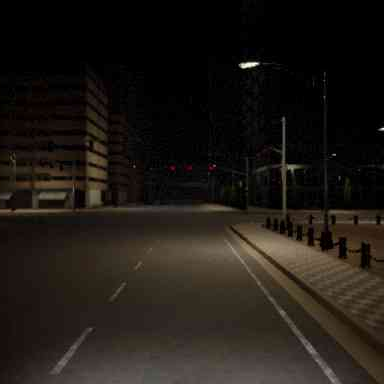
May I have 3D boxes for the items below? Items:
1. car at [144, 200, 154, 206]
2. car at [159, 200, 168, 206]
[{"bbox_3d":[-10.507,2.617,81.336,1.882,1.535,5.008,0,-1,0],"label":"car"},{"bbox_3d":[-7.007,2.617,81.336,1.882,1.535,5.008,0,-1,0],"label":"car"}]
